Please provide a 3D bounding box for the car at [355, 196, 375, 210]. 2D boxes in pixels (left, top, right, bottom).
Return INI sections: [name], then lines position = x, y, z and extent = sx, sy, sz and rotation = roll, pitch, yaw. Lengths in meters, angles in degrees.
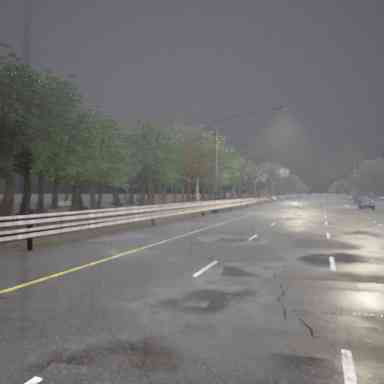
[car]
position = 23.710, 1.625, 45.485
extent = 2.033, 1.411, 5.357
rotation = 0, 0, 21
